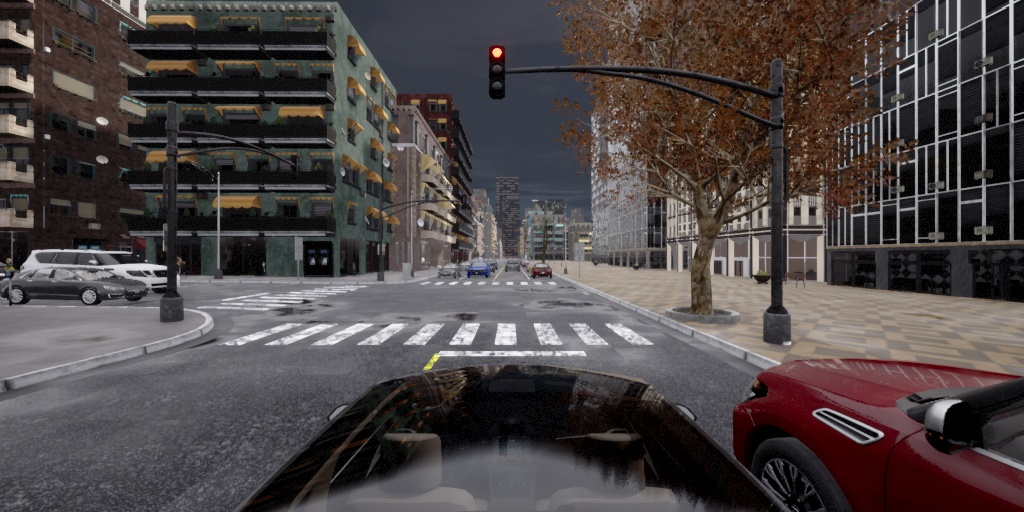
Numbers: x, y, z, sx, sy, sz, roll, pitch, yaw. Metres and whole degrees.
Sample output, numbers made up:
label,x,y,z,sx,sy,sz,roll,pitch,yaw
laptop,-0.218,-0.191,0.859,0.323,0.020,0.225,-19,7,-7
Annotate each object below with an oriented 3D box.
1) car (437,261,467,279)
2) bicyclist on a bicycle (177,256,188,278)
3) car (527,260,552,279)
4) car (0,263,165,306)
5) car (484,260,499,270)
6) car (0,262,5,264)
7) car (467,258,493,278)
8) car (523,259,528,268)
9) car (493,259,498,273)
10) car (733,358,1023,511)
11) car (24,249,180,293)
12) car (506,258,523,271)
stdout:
label,x,y,z,sx,sy,sz,roll,pitch,yaw
car,-5.700,1.312,33.015,2.007,1.370,4.403,0,0,0
bicyclist on a bicycle,-23.177,0.761,24.854,0.582,1.620,1.656,1,0,-1
car,2.680,1.307,33.018,1.888,1.381,4.507,0,0,0
car,-16.439,1.091,13.596,4.403,1.370,2.007,0,0,-1
car,-3.101,1.333,54.665,2.033,1.411,5.357,0,0,0
car,-33.196,0.869,21.801,4.403,1.370,2.007,0,0,-1
car,-3.103,1.241,33.995,1.882,1.535,5.008,0,0,0
car,2.676,1.298,44.253,1.751,1.417,4.829,0,0,0
car,-3.104,1.337,44.298,1.994,1.385,4.181,0,0,0
car,2.691,1.065,0.631,2.192,1.841,5.009,0,0,0
car,-18.432,0.738,16.164,5.566,2.045,2.150,1,0,-1
car,0.083,1.269,48.271,2.128,1.511,4.902,0,0,0
